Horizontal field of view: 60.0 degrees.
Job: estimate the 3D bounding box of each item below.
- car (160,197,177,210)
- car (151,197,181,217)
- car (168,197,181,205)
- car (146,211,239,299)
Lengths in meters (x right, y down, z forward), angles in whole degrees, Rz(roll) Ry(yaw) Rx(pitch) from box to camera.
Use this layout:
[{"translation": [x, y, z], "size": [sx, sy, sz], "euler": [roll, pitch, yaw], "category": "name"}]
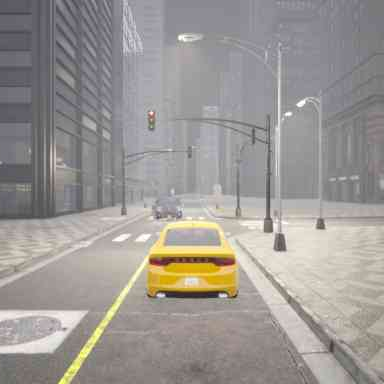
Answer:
[{"translation": [-3.108, 1.481, 44.347], "size": [1.882, 1.535, 5.008], "euler": [0, 0, 0], "category": "car"}, {"translation": [-2.251, 1.351, 28.071], "size": [2.097, 1.767, 4.553], "euler": [0, 0, -13], "category": "car"}, {"translation": [-3.086, 1.557, 59.961], "size": [2.033, 1.411, 5.357], "euler": [0, 0, 0], "category": "car"}, {"translation": [0.028, 1.477, 8.538], "size": [1.882, 1.535, 5.008], "euler": [0, 0, 1], "category": "car"}]
